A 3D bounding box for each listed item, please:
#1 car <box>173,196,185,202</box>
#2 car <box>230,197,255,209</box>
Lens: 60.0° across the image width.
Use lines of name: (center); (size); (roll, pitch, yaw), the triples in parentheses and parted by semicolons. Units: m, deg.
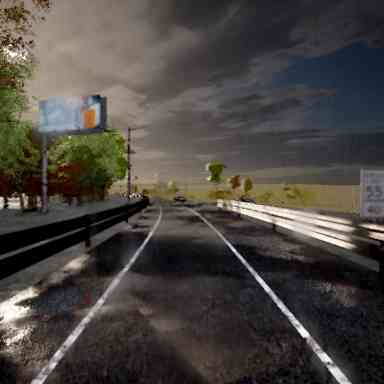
car: (-3.012, 1.517, 75.795); (1.994, 1.385, 4.181); (0, 0, -17)
car: (6.594, 1.393, 44.161); (2.128, 1.511, 4.902); (0, 0, -17)
